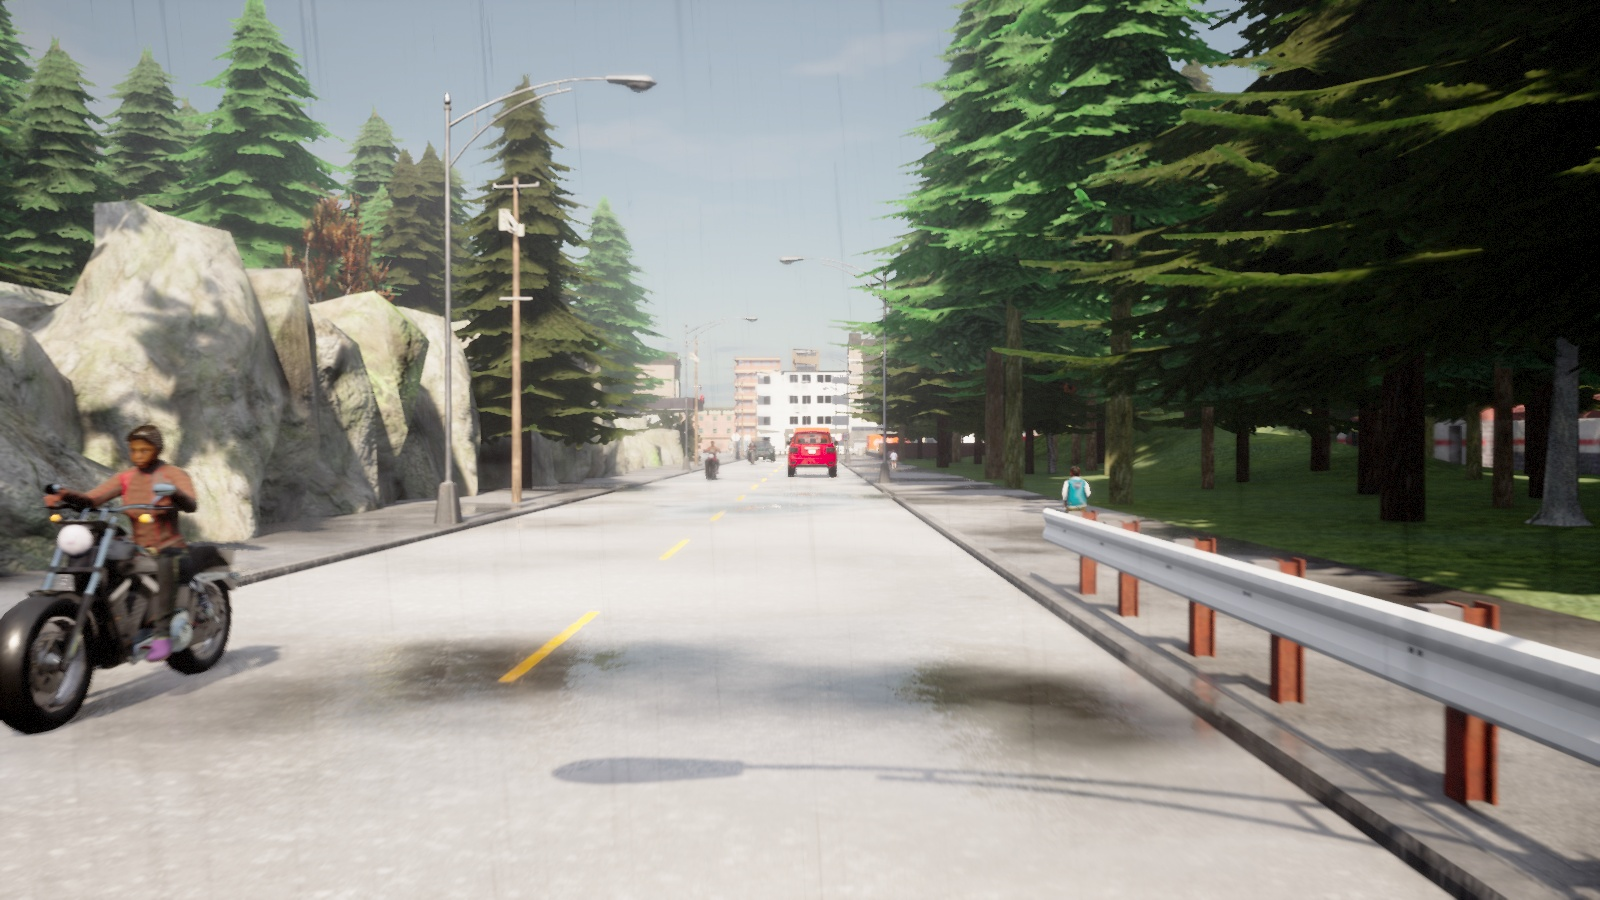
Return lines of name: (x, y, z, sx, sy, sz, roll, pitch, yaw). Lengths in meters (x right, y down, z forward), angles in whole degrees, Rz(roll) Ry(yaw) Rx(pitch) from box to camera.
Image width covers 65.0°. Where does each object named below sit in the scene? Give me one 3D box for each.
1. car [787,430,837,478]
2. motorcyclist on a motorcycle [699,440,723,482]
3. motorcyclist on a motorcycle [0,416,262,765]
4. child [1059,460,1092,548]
car: (0.554, 0.146, 56.896, 2.150, 2.045, 5.566, 0, 0, 1)
motorcyclist on a motorcycle: (-3.516, 0.413, 49.853, 0.766, 1.649, 2.350, 0, 1, 1)
motorcyclist on a motorcycle: (-3.938, 0.653, 7.100, 0.766, 1.649, 2.350, 0, 0, 0)
child: (3.797, 0.742, 17.313, 0.343, 1.192, 0.448, 0, 0, -2)
